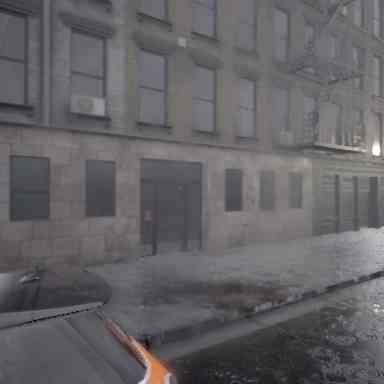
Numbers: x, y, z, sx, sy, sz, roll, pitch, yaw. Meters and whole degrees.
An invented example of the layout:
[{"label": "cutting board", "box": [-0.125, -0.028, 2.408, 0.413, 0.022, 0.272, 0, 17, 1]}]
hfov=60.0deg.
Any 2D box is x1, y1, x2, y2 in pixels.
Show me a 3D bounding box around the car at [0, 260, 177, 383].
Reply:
[{"label": "car", "box": [-2.213, 1.353, 1.455, 4.553, 1.767, 2.097, 0, 0, -35]}]
